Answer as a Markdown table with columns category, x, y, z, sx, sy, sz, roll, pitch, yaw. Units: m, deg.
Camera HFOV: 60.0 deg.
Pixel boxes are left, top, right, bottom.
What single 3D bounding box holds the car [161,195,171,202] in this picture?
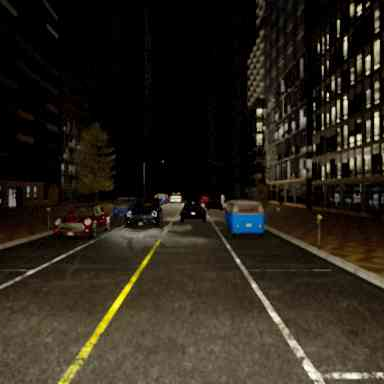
| category | x | y | z | sx | sy | sz | roll | pitch | yaw |
| --- | --- | --- | --- | --- | --- | --- | --- | --- | --- |
| car | -5.703 | 1.488 | 74.261 | 1.887 | 1.381 | 4.507 | 0 | 0 | 0 |

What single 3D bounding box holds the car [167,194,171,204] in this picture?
| category | x | y | z | sx | sy | sz | roll | pitch | yaw |
| --- | --- | --- | --- | --- | --- | --- | --- | --- | --- |
| car | -5.701 | 1.274 | 62.924 | 2.192 | 1.841 | 5.009 | 0 | 0 | 0 |

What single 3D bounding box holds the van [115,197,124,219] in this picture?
| category | x | y | z | sx | sy | sz | roll | pitch | yaw |
| --- | --- | --- | --- | --- | --- | --- | --- | --- | --- |
| van | -5.697 | 1.328 | 28.915 | 1.690 | 1.788 | 3.998 | 0 | 0 | 0 |

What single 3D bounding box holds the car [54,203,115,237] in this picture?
| category | x | y | z | sx | sy | sz | roll | pitch | yaw |
| --- | --- | --- | --- | --- | --- | --- | --- | --- | --- |
| car | -5.695 | 1.433 | 17.578 | 1.967 | 1.590 | 4.097 | 0 | 0 | 0 |

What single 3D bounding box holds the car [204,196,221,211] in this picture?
| category | x | y | z | sx | sy | sz | roll | pitch | yaw |
| --- | --- | --- | --- | --- | --- | --- | --- | --- | --- |
| car | 2.683 | 1.525 | 40.253 | 1.887 | 1.381 | 4.507 | 0 | 0 | 0 |

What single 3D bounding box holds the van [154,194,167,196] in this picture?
| category | x | y | z | sx | sy | sz | roll | pitch | yaw |
| --- | --- | --- | --- | --- | --- | --- | --- | --- | --- |
| van | -5.701 | 1.307 | 57.256 | 1.690 | 1.788 | 3.998 | 0 | 0 | 0 |

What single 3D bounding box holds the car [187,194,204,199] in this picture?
| category | x | y | z | sx | sy | sz | roll | pitch | yaw |
| --- | --- | --- | --- | --- | --- | --- | --- | --- | --- |
| car | 0.094 | 1.331 | 42.080 | 2.097 | 1.767 | 4.553 | 0 | 0 | 0 |

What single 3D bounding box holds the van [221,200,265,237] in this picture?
| category | x | y | z | sx | sy | sz | roll | pitch | yaw |
| --- | --- | --- | --- | --- | --- | --- | --- | --- | --- |
| van | 2.685 | 1.335 | 17.579 | 1.690 | 1.788 | 3.998 | 0 | 0 | 0 |

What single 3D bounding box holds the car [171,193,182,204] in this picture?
| category | x | y | z | sx | sy | sz | roll | pitch | yaw |
| --- | --- | --- | --- | --- | --- | --- | --- | --- | --- |
| car | -3.031 | 1.197 | 63.546 | 2.150 | 2.045 | 5.566 | 0 | 0 | 1 |

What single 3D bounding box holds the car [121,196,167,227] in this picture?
| category | x | y | z | sx | sy | sz | roll | pitch | yaw |
| --- | --- | --- | --- | --- | --- | --- | --- | --- | --- |
| car | -3.103 | 1.343 | 22.449 | 2.097 | 1.767 | 4.553 | 0 | 0 | 0 |

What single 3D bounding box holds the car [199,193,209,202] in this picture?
| category | x | y | z | sx | sy | sz | roll | pitch | yaw |
| --- | --- | --- | --- | --- | --- | --- | --- | --- | --- |
| car | 2.678 | 1.259 | 74.261 | 2.192 | 1.841 | 5.009 | 0 | 0 | 0 |

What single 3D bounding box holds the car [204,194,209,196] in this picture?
| category | x | y | z | sx | sy | sz | roll | pitch | yaw |
| --- | --- | --- | --- | --- | --- | --- | --- | --- | --- |
| car | 2.679 | 1.541 | 62.925 | 1.802 | 1.307 | 4.206 | 0 | 0 | 0 |

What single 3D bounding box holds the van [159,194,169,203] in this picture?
| category | x | y | z | sx | sy | sz | roll | pitch | yaw |
| --- | --- | --- | --- | --- | --- | --- | --- | --- | --- |
| van | -5.702 | 1.293 | 68.593 | 1.690 | 1.788 | 3.998 | 0 | 0 | 0 |

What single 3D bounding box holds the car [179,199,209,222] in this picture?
| category | x | y | z | sx | sy | sz | roll | pitch | yaw |
| --- | --- | --- | --- | --- | --- | --- | --- | --- | --- |
| car | 0.094 | 1.553 | 26.642 | 1.994 | 1.385 | 4.181 | 0 | 0 | 0 |
